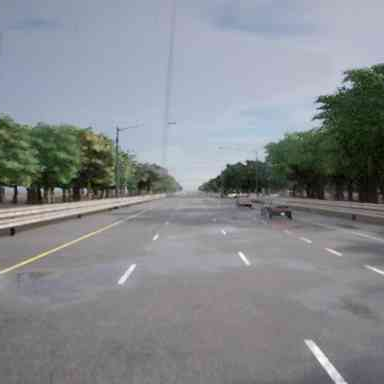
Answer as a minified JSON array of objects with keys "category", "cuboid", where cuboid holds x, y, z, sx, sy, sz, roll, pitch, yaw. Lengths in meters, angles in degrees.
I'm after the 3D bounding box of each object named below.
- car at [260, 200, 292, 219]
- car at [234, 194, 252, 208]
[{"category":"car","cuboid":[6.988,1.438,27.998,1.837,1.490,4.892,0,0,0]},{"category":"car","cuboid":[6.980,1.435,45.639,2.033,1.411,5.357,0,0,0]}]
